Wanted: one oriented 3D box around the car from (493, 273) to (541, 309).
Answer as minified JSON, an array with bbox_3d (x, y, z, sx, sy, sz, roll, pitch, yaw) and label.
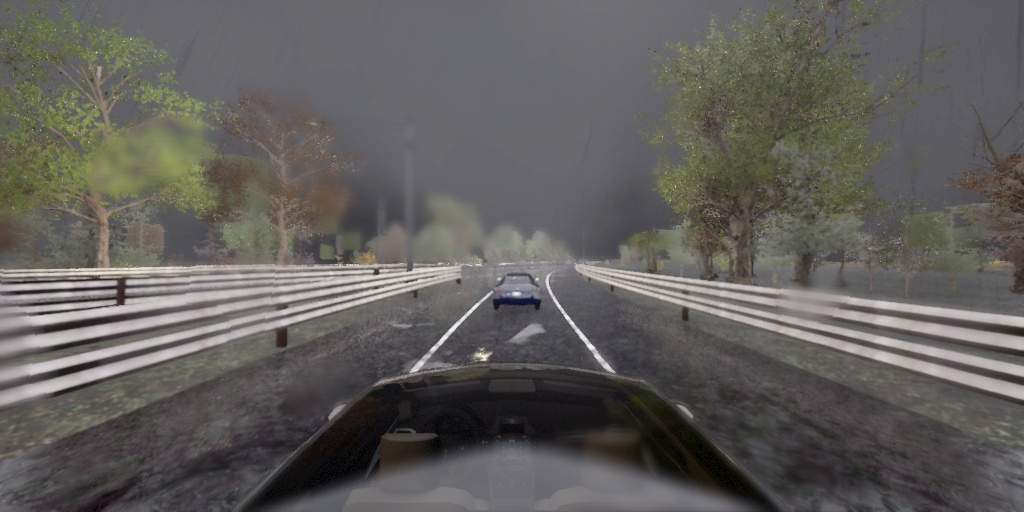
[{"bbox_3d":[0.266,1.439,15.811,1.994,1.385,4.181,0,0,3],"label":"car"}]
